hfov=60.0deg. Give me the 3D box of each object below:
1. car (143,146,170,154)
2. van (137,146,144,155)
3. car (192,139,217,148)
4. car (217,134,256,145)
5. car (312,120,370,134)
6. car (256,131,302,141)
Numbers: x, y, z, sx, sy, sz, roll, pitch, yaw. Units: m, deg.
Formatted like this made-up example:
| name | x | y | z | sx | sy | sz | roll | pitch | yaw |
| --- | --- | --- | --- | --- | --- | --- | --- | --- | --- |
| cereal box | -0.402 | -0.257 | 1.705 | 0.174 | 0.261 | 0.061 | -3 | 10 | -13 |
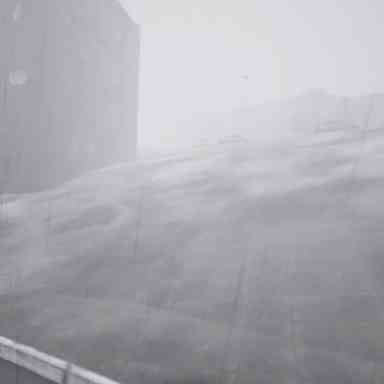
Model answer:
| name | x | y | z | sx | sy | sz | roll | pitch | yaw |
| --- | --- | --- | --- | --- | --- | --- | --- | --- | --- |
| car | -4.616 | -5.780 | 48.659 | 2.231 | 1.521 | 4.892 | 1 | 2 | -37 |
| van | -7.827 | -6.191 | 52.984 | 1.878 | 1.987 | 4.442 | 1 | 2 | -37 |
| car | 1.954 | -5.517 | 39.818 | 2.185 | 1.767 | 4.553 | 1 | 2 | -37 |
| car | 5.244 | -5.316 | 35.390 | 2.185 | 1.767 | 4.553 | 1 | 2 | -37 |
| car | 11.901 | -4.901 | 26.430 | 2.185 | 1.767 | 4.553 | 1 | 2 | -37 |
| car | 8.622 | -4.940 | 30.841 | 2.002 | 1.452 | 4.674 | 1 | 2 | -37 |
